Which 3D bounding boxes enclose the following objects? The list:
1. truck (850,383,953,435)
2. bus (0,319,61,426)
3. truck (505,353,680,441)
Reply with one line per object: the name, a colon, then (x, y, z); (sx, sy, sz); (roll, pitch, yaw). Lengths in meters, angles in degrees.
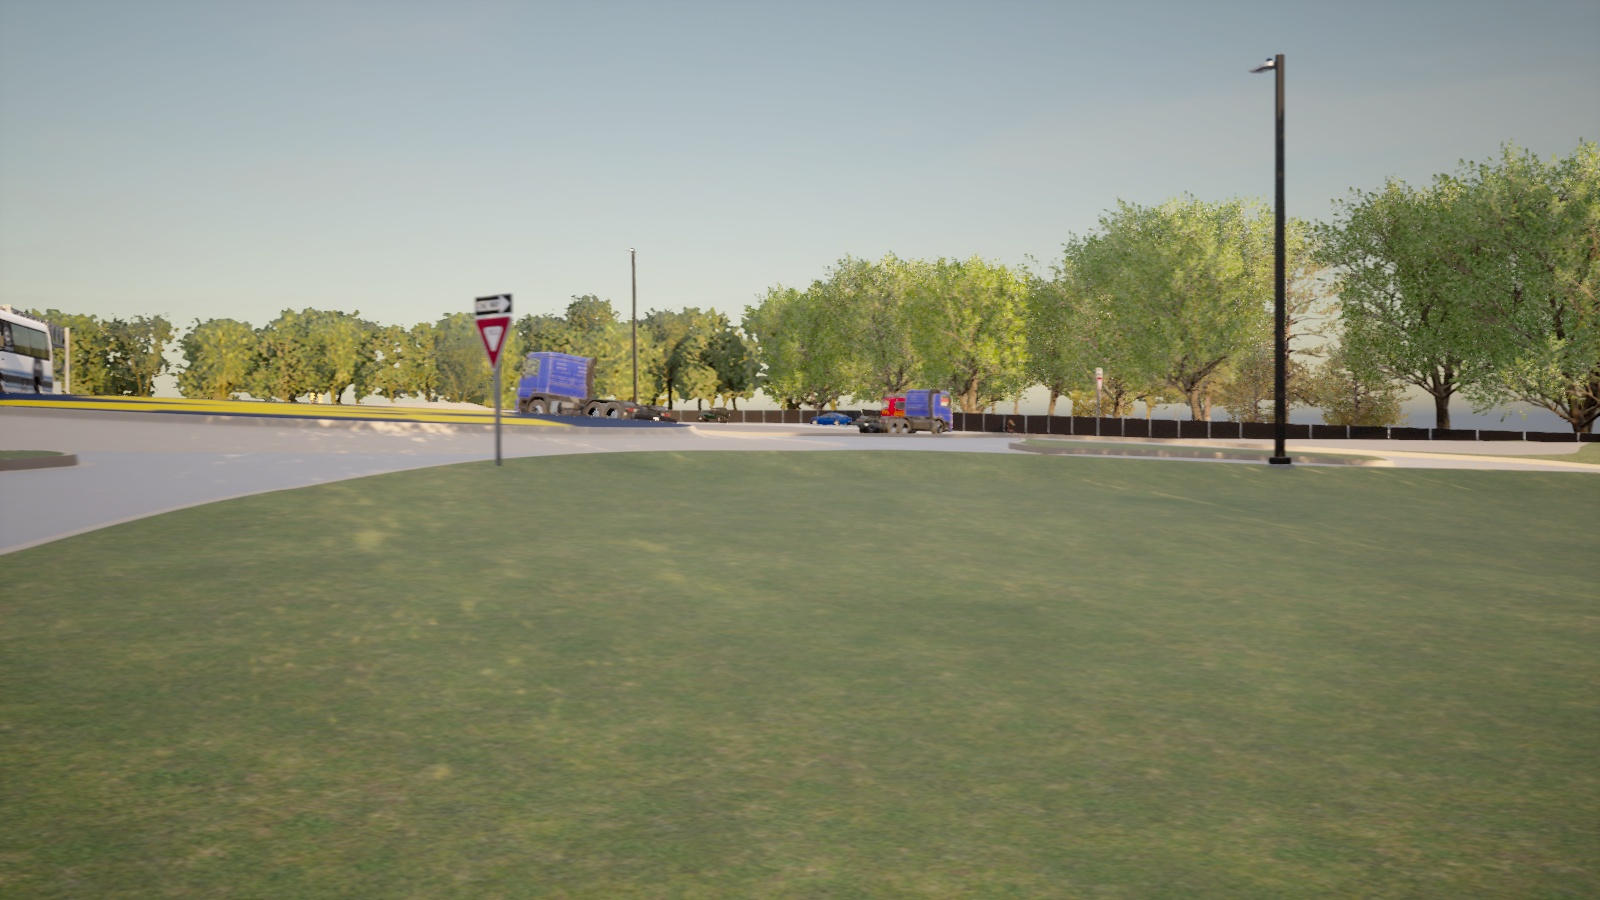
truck: (7.271, -2.868, 89.058); (2.891, 3.462, 7.936); (2, 2, 44)
bus: (-36.270, -3.284, 55.335); (3.944, 4.253, 10.273); (-2, 1, -17)
truck: (-9.355, -2.399, 56.137); (7.936, 3.462, 2.891); (3, -2, 39)
